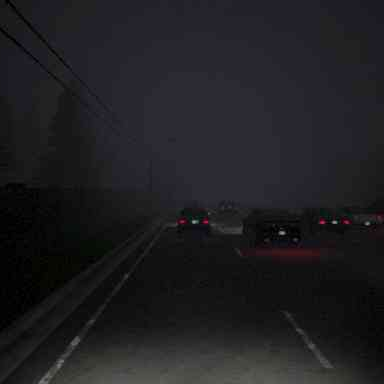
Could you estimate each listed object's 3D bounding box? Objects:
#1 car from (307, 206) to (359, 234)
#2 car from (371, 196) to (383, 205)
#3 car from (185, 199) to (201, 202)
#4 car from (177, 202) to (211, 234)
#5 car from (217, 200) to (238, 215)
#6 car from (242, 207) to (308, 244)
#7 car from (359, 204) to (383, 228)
[{"bbox_3d":[7.105,1.560,19.071,2.033,1.411,5.357,0,0,0],"label":"car"},{"bbox_3d":[14.106,1.237,23.115,2.150,2.045,5.566,0,0,0],"label":"car"},{"bbox_3d":[0.098,1.553,40.659,1.812,1.442,4.674,0,0,0],"label":"car"},{"bbox_3d":[0.106,1.560,19.281,2.033,1.411,5.357,0,0,0],"label":"car"},{"bbox_3d":[3.609,1.570,34.272,2.033,1.411,5.357,0,0,0],"label":"car"},{"bbox_3d":[3.604,1.488,15.766,1.882,1.535,5.008,0,0,0],"label":"car"},{"bbox_3d":[10.606,1.616,22.297,1.895,1.301,4.718,0,0,0],"label":"car"}]
